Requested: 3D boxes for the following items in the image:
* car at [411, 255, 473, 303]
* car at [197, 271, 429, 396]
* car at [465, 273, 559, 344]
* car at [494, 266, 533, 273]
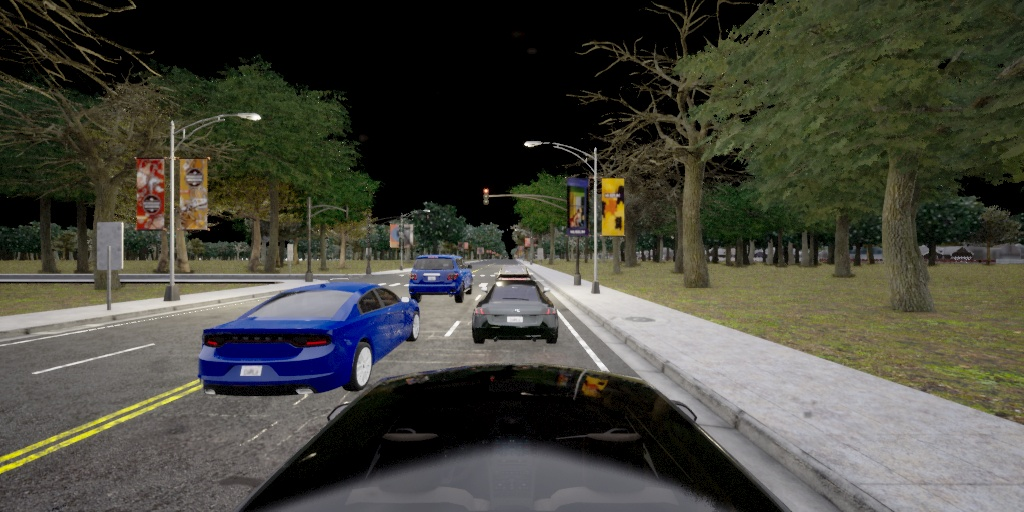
[{"bbox_3d":[-3.152,0.974,16.768,2.150,2.045,5.566,0,0,0],"label":"car"},{"bbox_3d":[-3.150,1.228,6.782,1.882,1.535,5.008,0,0,0],"label":"car"},{"bbox_3d":[0.093,1.315,9.608,1.994,1.385,4.181,0,0,1],"label":"car"},{"bbox_3d":[0.098,1.244,18.510,2.128,1.511,4.902,0,0,0],"label":"car"}]
